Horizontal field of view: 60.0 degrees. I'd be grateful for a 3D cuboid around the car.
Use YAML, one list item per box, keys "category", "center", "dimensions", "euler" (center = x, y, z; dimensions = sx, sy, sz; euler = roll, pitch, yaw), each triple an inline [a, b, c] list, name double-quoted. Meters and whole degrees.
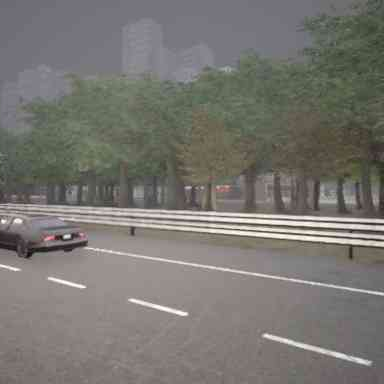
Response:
- category: "car"
  center: [-6.240, 1.551, 12.633]
  dimensions: [5.357, 1.411, 2.033]
  euler: [0, 0, 36]
